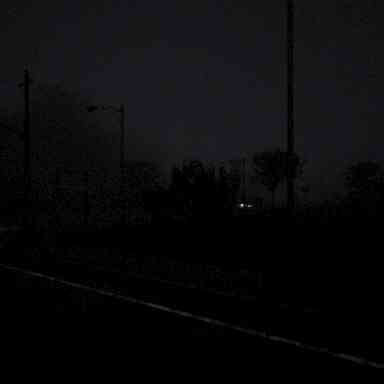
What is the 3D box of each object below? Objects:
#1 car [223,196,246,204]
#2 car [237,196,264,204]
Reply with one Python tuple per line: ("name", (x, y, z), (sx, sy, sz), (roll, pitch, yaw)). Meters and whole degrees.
("car", (7.382, 1.380, 57.812), (1.895, 1.301, 4.718), (0, 1, 37))
("car", (10.193, 1.326, 55.726), (2.033, 1.411, 5.357), (0, 1, 37))
